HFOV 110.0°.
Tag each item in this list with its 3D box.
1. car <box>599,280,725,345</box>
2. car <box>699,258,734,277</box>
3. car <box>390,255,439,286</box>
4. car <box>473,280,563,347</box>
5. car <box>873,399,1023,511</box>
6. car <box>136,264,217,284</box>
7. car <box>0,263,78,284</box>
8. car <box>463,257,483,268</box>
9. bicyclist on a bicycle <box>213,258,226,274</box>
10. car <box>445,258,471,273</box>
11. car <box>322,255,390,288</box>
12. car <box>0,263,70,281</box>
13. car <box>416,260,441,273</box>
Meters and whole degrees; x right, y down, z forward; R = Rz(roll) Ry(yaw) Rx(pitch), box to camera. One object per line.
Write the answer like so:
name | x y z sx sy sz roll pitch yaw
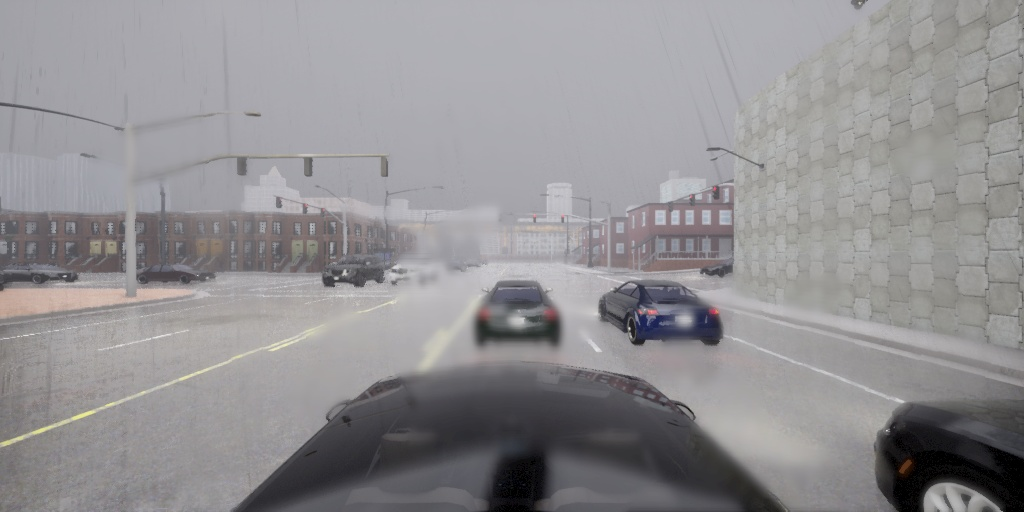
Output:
car | 3.663 1.314 9.526 1.994 1.385 4.181 0 0 1
car | 18.521 0.854 29.628 5.357 1.411 2.033 -5 0 1
car | -6.825 0.972 25.491 2.150 2.045 5.566 0 0 1
car | 0.160 1.314 9.365 1.994 1.385 4.181 0 0 1
car | 3.585 1.255 0.613 1.837 1.490 4.892 0 0 1
car | -24.901 1.297 26.294 5.357 1.411 2.033 0 0 0
car | -34.866 1.314 26.379 4.181 1.385 1.994 0 0 1
car | -6.412 1.255 59.224 1.837 1.490 4.892 0 0 1
bicyclist on a bicycle | -30.407 1.053 37.326 0.582 1.620 1.656 0 0 0
car | -6.600 1.297 43.696 2.033 1.411 5.357 0 0 0
car | -10.344 0.971 23.935 2.150 2.045 5.566 0 0 1
car | -41.064 1.297 30.131 5.357 1.411 2.033 0 0 1
car | -10.114 1.254 43.563 1.837 1.490 4.892 0 0 1
